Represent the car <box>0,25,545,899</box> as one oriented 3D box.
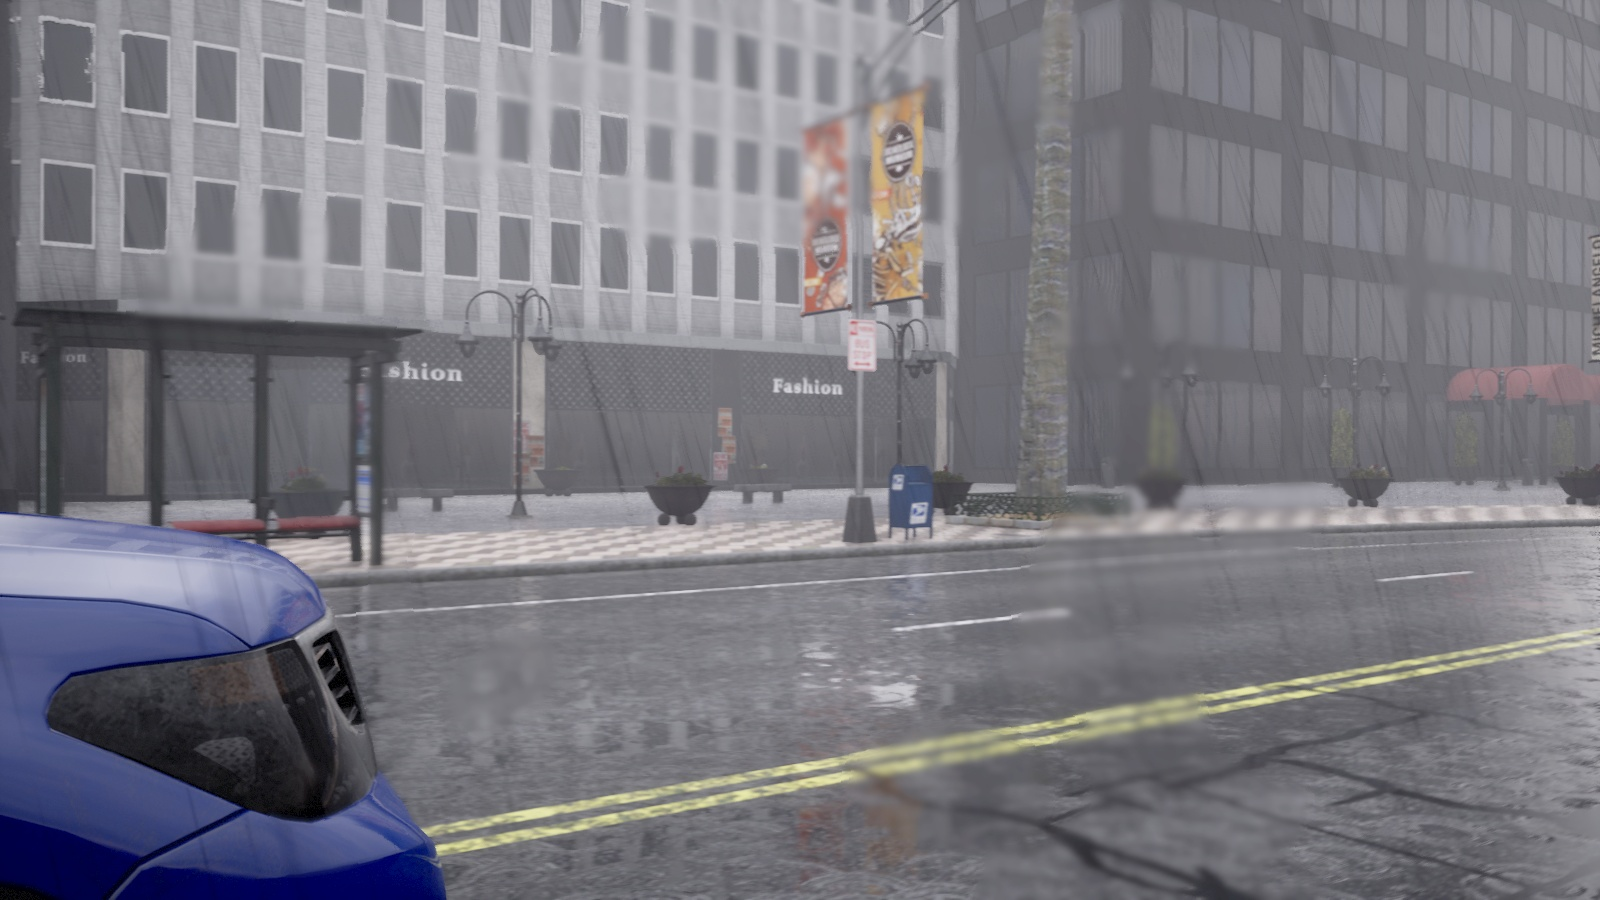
[{"bbox_3d":[-3.316,0.474,1.352,5.566,2.045,2.150,0,0,-35],"label":"car"}]
